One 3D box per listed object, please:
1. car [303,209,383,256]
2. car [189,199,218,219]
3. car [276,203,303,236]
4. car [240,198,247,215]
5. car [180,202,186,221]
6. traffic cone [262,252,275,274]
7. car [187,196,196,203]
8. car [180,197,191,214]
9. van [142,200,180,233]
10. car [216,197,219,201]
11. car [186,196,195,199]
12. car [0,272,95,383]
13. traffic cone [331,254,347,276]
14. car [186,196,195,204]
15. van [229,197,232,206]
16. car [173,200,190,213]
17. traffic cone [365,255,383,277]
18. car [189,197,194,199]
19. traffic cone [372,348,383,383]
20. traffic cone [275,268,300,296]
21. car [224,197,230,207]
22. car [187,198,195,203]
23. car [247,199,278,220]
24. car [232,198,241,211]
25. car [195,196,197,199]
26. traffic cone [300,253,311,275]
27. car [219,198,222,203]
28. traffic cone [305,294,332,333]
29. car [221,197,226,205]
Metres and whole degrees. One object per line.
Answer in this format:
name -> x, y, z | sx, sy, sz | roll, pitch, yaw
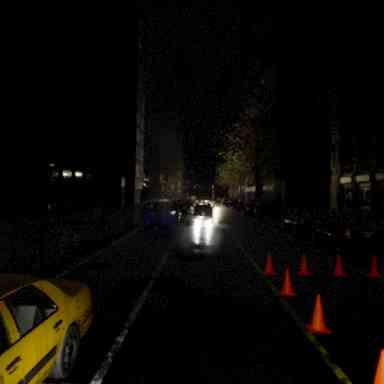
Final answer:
car -> 6.493, 1.649, 14.150 | 1.967, 1.590, 4.097 | 1, 0, 1
car -> 1.077, 1.717, 32.345 | 2.128, 1.511, 4.902 | 1, 0, 1
car -> 6.631, 1.687, 19.786 | 1.967, 1.590, 4.097 | 1, 0, 1
car -> 7.045, 1.693, 36.700 | 2.192, 1.841, 5.009 | 1, 0, 1
car -> -1.755, 1.686, 25.647 | 1.947, 1.339, 4.313 | 1, 0, 1
traffic cone -> 2.239, 2.052, 9.644 | 0.340, 0.580, 0.340 | 1, 0, 1
car -> -0.106, 2.050, 93.292 | 2.192, 1.841, 5.009 | 1, -1, 1
car -> -1.479, 1.650, 36.922 | 1.967, 1.590, 4.097 | 1, 0, 1
van -> -1.887, 1.420, 20.011 | 1.690, 1.788, 3.998 | 1, 0, 1
car -> 8.410, 2.468, 93.074 | 1.947, 1.339, 4.313 | 1, -1, 1
car -> -0.799, 1.971, 64.937 | 1.752, 1.417, 4.829 | 1, -1, 1
car -> -2.310, 1.496, 2.891 | 1.752, 1.417, 4.829 | 2, 0, 3
traffic cone -> 4.238, 2.092, 9.595 | 0.340, 0.580, 0.340 | 1, 0, 1
car -> -0.380, 1.933, 82.019 | 2.192, 1.841, 5.009 | 1, -1, 1
van -> 7.456, 1.858, 53.614 | 1.690, 1.788, 3.998 | 1, 0, 1
car -> -1.343, 1.801, 42.558 | 1.887, 1.381, 4.507 | 1, 0, 1
traffic cone -> 5.238, 2.111, 9.570 | 0.340, 0.580, 0.340 | 1, 0, 1
car -> -1.069, 1.931, 53.833 | 1.802, 1.307, 4.206 | 1, 0, 1
traffic cone -> 2.093, 2.017, 3.646 | 0.340, 0.580, 0.340 | 1, 0, 1
traffic cone -> 2.191, 2.040, 7.644 | 0.340, 0.580, 0.340 | 1, 0, 1
car -> 7.725, 2.197, 64.887 | 1.802, 1.307, 4.206 | 1, -1, 1
car -> -0.248, 2.242, 87.654 | 1.947, 1.339, 4.313 | 1, -1, 1
car -> 6.907, 1.647, 31.063 | 2.192, 1.841, 5.009 | 1, 0, 1
car -> 7.317, 1.911, 47.975 | 1.967, 1.590, 4.097 | 1, 0, 1
car -> -0.654, 1.818, 70.744 | 2.192, 1.841, 5.009 | 1, -1, 1
traffic cone -> 3.238, 2.072, 9.619 | 0.340, 0.580, 0.340 | 1, 0, 1
car -> 8.004, 2.044, 76.164 | 2.192, 1.841, 5.009 | 1, -1, 1
traffic cone -> 2.142, 2.028, 5.645 | 0.340, 0.580, 0.340 | 1, 0, 1
car -> 7.862, 2.237, 70.523 | 1.947, 1.339, 4.313 | 1, -1, 1
